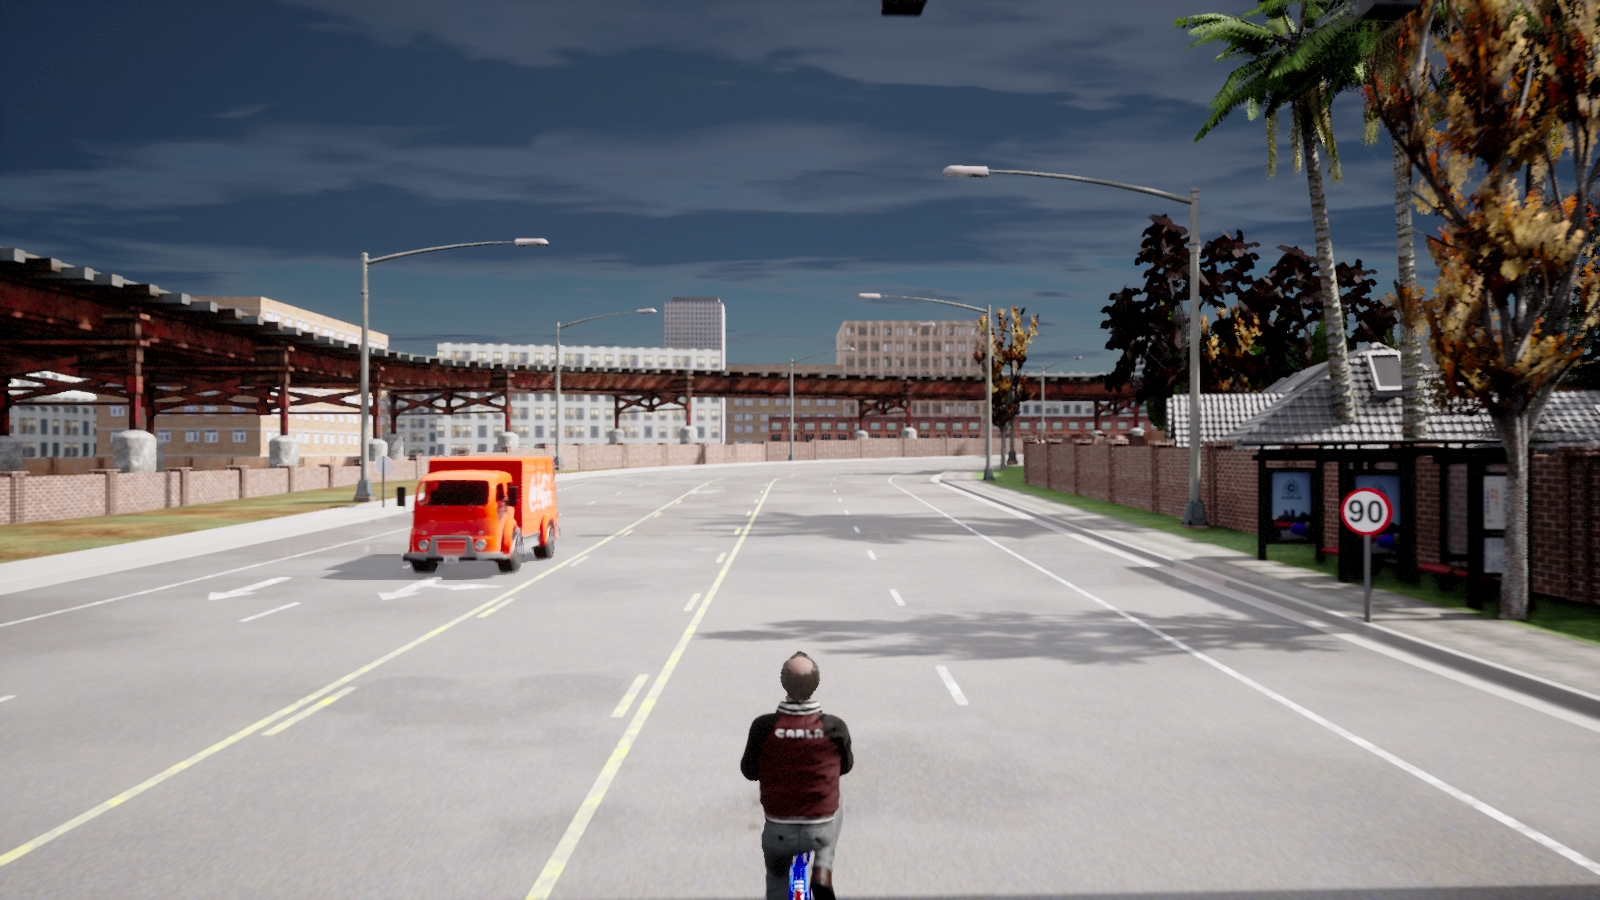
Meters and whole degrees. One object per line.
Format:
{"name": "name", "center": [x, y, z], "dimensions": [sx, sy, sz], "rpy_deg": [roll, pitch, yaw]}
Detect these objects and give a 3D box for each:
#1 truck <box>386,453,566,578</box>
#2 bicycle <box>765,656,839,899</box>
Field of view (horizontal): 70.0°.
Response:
{"name": "truck", "center": [-7.096, 1.340, 25.738], "dimensions": [2.627, 2.467, 5.204], "rpy_deg": [0, 0, -1]}
{"name": "bicycle", "center": [0.013, 1.992, 5.944], "dimensions": [0.329, 1.496, 1.835], "rpy_deg": [0, 0, 0]}
